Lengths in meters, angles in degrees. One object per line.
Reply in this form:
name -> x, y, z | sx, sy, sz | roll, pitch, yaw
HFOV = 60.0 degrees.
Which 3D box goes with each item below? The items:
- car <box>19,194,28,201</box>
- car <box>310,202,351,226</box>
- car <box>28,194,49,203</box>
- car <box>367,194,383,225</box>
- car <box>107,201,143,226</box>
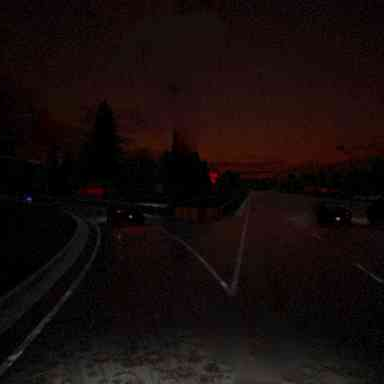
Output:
car -> -33.796, 1.138, 67.826 | 1.812, 1.442, 4.674 | -1, 0, -39
car -> 8.905, 1.353, 21.612 | 1.812, 1.442, 4.674 | 0, 0, 10
car -> -27.215, 1.207, 59.826 | 2.128, 1.511, 4.902 | -1, 0, -39
car -> 12.015, 1.053, 19.146 | 2.150, 2.045, 5.566 | 0, 0, 10
car -> -4.647, 1.348, 22.682 | 1.882, 1.535, 5.008 | 0, 0, -21
